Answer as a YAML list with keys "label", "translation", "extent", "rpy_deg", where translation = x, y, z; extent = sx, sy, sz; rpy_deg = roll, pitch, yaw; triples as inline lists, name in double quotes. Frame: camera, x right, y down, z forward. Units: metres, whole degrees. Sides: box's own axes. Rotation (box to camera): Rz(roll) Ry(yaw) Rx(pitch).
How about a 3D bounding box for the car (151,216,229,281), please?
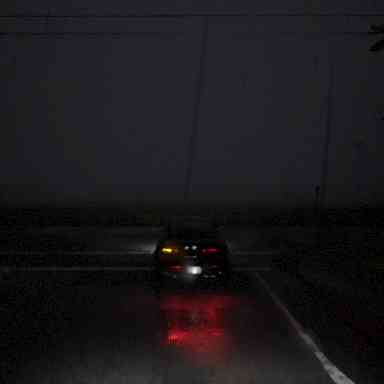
- label: "car"
  translation: [-0.124, 1.486, 9.856]
  extent: [1.837, 1.490, 4.892]
  rpy_deg: [0, 0, -4]
